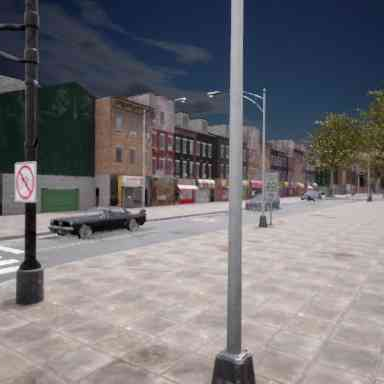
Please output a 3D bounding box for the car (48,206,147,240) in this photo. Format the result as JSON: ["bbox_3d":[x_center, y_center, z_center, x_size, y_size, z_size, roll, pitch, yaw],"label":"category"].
[{"bbox_3d":[-4.473,1.406,16.286,1.895,1.301,4.718,1,1,35],"label":"car"}]

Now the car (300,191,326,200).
[{"bbox_3d":[16.270,0.499,45.170,1.882,1.535,5.008,1,1,36],"label":"car"}]

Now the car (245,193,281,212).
[{"bbox_3d":[6.914,0.904,32.222,2.097,1.767,4.553,1,1,36],"label":"car"}]
